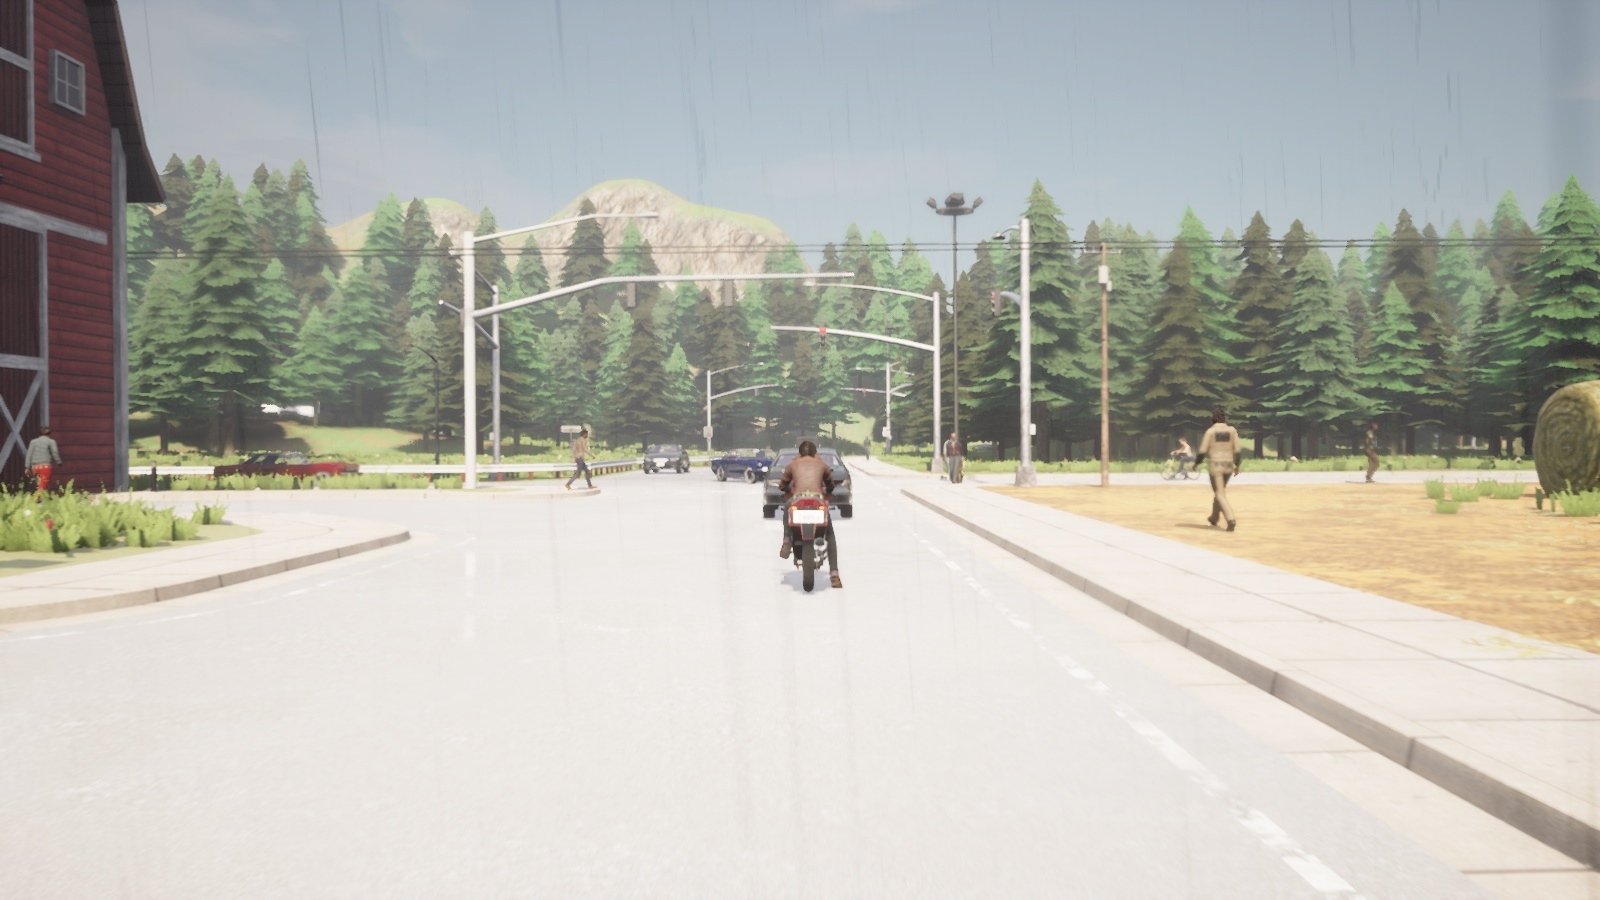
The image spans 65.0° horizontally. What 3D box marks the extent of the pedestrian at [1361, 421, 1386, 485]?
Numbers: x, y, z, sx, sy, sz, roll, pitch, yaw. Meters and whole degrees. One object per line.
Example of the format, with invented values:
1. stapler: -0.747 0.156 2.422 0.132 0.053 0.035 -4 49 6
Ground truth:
1. pedestrian: 17.361 0.097 38.014 0.692 1.930 0.395 0 0 25

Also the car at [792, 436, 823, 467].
1. car: 0.487 0.068 78.856 1.905 1.878 3.866 0 1 1

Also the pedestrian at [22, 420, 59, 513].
1. pedestrian: -15.163 0.325 25.075 0.353 1.847 0.614 0 0 1

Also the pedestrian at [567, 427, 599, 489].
1. pedestrian: -6.324 0.228 36.589 0.869 1.805 0.328 0 0 -21

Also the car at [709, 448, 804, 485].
1. car: -1.729 0.589 47.761 1.895 1.301 4.718 -1 0 -25

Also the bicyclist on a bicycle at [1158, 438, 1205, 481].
1. bicyclist on a bicycle: 14.331 0.358 47.164 1.509 1.612 0.866 0 0 2

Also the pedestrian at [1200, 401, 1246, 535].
1. pedestrian: 6.211 0.258 18.466 0.396 1.930 0.692 0 0 -5

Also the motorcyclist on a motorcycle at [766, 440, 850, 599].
1. motorcyclist on a motorcycle: 0.084 0.661 13.057 0.797 1.523 2.044 0 0 0

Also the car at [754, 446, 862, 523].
1. car: 0.162 0.640 26.350 2.033 1.411 5.357 0 0 0

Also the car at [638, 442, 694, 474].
1. car: -6.634 0.365 62.446 2.128 1.511 4.902 0 0 2

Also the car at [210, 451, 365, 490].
1. car: -18.086 0.705 44.443 4.718 1.301 1.895 0 0 1

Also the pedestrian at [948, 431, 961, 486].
1. pedestrian: 5.272 0.283 42.878 0.376 1.854 0.720 0 0 10
